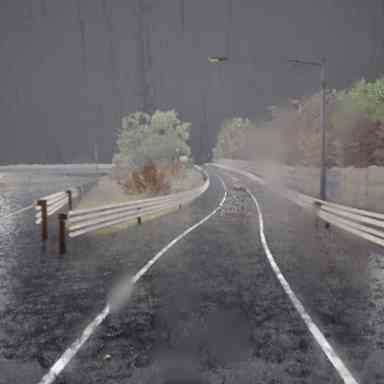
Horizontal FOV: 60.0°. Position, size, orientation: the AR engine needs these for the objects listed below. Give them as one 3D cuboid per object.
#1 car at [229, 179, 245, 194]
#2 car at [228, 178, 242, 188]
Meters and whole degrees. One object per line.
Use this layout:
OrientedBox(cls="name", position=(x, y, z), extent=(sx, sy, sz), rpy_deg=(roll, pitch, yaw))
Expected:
OrientedBox(cls="car", position=(6.711, -0.807, 49.025), extent=(2.097, 1.767, 4.553), rpy_deg=(0, 5, 5))
OrientedBox(cls="car", position=(7.595, -1.620, 59.099), extent=(2.128, 1.511, 4.902), rpy_deg=(-1, 6, 4))
